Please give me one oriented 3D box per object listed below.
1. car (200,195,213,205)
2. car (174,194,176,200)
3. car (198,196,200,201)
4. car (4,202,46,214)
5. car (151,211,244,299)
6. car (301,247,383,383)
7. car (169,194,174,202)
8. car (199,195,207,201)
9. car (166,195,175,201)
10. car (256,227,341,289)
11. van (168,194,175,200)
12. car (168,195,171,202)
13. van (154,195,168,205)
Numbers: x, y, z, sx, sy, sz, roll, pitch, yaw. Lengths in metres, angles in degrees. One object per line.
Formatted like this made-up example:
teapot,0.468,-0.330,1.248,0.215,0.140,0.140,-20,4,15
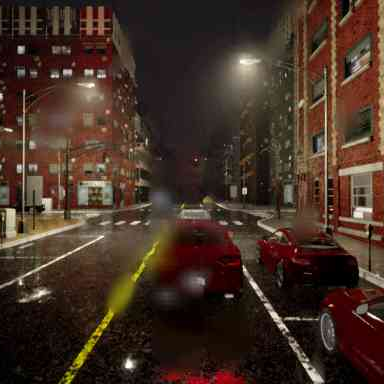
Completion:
car,2.737,1.543,58.258,1.752,1.417,4.829,1,0,0
car,-5.629,1.553,80.571,1.752,1.417,4.829,1,0,0
car,2.751,1.572,80.698,1.887,1.381,4.507,1,0,0
car,-18.688,1.729,37.230,4.313,1.339,1.947,0,-1,0
car,0.103,1.480,8.514,1.882,1.535,5.008,0,0,0
car,2.669,1.583,3.178,1.802,1.307,4.206,1,0,0
car,-5.633,1.607,75.088,1.802,1.307,4.206,1,0,0
car,2.754,1.597,86.349,1.947,1.339,4.313,1,0,0
car,-5.626,1.582,86.393,2.008,1.369,4.403,1,0,0
car,2.842,1.584,8.834,1.802,1.307,4.206,1,0,0
van,-5.619,1.375,92.046,1.690,1.788,3.998,1,0,0
car,-5.640,1.602,63.784,1.802,1.307,4.206,1,0,0
van,-5.640,1.359,58.132,1.690,1.788,3.998,1,0,0
